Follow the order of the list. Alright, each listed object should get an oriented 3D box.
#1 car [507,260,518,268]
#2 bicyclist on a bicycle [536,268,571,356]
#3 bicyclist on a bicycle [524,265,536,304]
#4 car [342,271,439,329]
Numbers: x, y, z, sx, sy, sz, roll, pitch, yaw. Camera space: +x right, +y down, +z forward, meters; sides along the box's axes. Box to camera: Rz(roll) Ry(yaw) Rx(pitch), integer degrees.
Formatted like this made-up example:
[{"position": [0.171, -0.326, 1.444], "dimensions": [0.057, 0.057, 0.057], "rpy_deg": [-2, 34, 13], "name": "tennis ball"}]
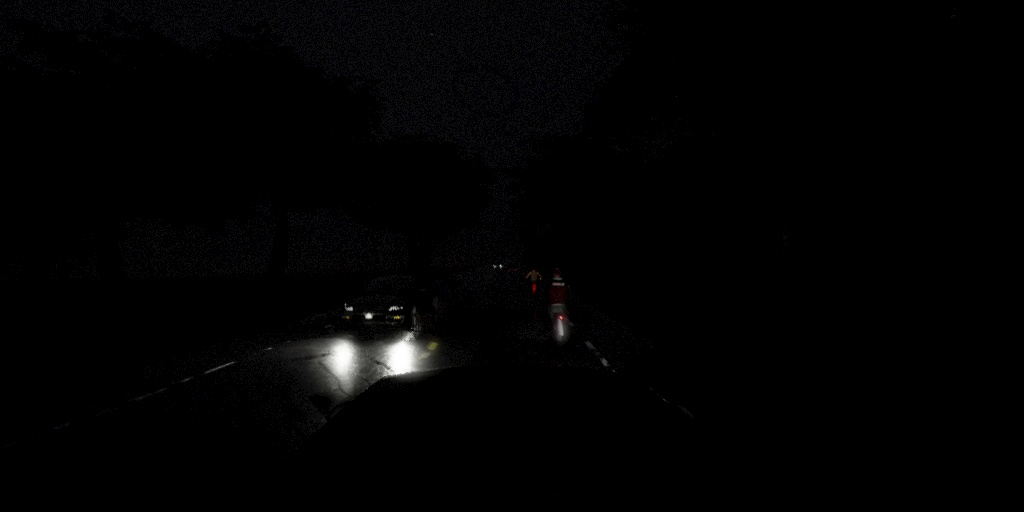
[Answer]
[{"position": [0.089, 1.559, 65.341], "dimensions": [1.895, 1.301, 4.718], "rpy_deg": [0, 0, 0], "name": "car"}, {"position": [0.962, 1.131, 7.785], "dimensions": [0.659, 1.776, 1.843], "rpy_deg": [0, 0, 0], "name": "bicyclist on a bicycle"}, {"position": [0.945, 1.214, 15.609], "dimensions": [0.866, 1.612, 1.509], "rpy_deg": [0, 0, 0], "name": "bicyclist on a bicycle"}, {"position": [-3.601, 1.272, 11.446], "dimensions": [1.837, 1.490, 4.892], "rpy_deg": [0, 0, 0], "name": "car"}]
